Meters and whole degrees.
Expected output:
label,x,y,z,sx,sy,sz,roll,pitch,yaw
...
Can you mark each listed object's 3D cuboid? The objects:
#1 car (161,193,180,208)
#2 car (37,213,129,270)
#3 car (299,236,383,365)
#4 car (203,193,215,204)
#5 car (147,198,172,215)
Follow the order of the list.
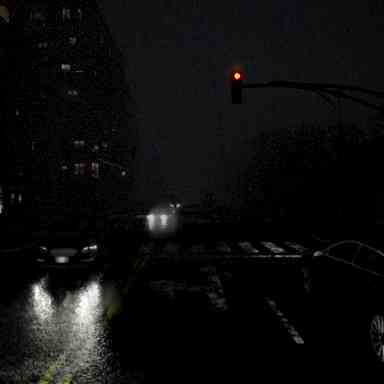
label,x,y,z,sx,sy,sz,roll,pitch,yaw
car,-3.422,1.228,49.908,2.150,2.045,5.566,0,1,0
car,-3.370,1.490,11.063,2.128,1.511,4.902,0,0,0
car,3.341,1.491,5.654,2.128,1.511,4.902,0,0,0
car,3.246,1.241,63.394,2.150,2.045,5.566,0,0,0
car,-3.408,1.567,34.257,1.994,1.385,4.181,0,0,0
